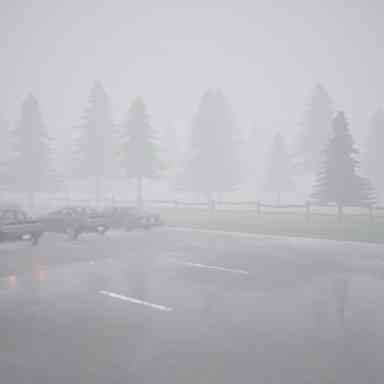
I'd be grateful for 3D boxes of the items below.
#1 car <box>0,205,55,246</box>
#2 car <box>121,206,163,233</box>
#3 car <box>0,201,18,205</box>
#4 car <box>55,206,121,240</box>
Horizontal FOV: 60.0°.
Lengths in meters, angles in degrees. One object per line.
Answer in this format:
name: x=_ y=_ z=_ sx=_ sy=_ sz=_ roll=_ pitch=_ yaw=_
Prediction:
car: x=-8.269 y=1.492 z=14.066 sx=4.902 sy=1.511 sz=2.128 roll=0 pitch=0 yaw=36
car: x=-4.204 y=1.560 z=19.765 sx=5.357 sy=1.411 sz=2.033 roll=0 pitch=0 yaw=36
car: x=-16.415 y=1.514 z=28.476 sx=4.892 sy=1.490 sz=1.837 roll=0 pitch=0 yaw=36
car: x=-6.236 y=1.492 z=16.916 sx=4.902 sy=1.511 sz=2.128 roll=0 pitch=0 yaw=36
